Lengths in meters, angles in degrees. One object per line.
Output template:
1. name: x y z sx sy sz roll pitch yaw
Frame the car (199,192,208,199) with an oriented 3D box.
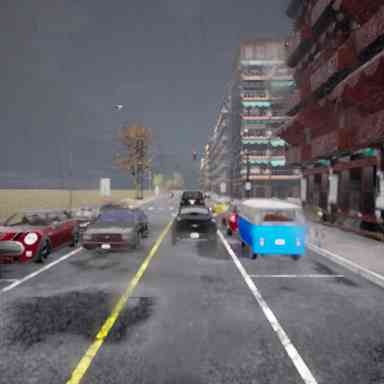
1. car: 2.560 0.750 72.029 1.802 1.307 4.206 1 1 0

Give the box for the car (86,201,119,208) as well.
1. car: -5.309 1.356 16.695 2.008 1.369 4.403 1 1 0

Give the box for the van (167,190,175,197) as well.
1. van: -5.320 0.385 82.855 1.690 1.788 3.998 1 1 0

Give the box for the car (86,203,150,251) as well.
1. car: -2.847 1.387 13.668 2.033 1.411 5.357 0 1 0

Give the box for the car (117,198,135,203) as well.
1. car: -5.310 1.286 22.231 1.887 1.381 4.507 1 1 0

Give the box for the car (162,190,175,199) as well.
1. car: -5.319 0.613 71.549 1.967 1.590 4.097 1 1 0

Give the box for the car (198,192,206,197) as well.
1. car: 2.558 0.604 83.350 1.947 1.339 4.313 1 1 0

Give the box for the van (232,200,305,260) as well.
1. van: 2.574 1.206 11.559 1.690 1.788 3.998 1 1 0

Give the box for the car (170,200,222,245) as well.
1. car: 0.097 1.333 14.706 1.837 1.490 4.892 0 1 0

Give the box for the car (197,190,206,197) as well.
1. car: 2.559 0.289 89.008 2.192 1.841 5.009 1 1 0

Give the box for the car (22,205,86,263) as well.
1. car: -5.307 1.309 11.158 1.967 1.590 4.097 1 1 0

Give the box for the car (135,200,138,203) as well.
1. car: -5.311 1.204 27.596 1.752 1.417 4.829 1 1 0

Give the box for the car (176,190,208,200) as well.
1. car: 0.075 0.885 28.916 2.150 2.045 5.566 0 1 1

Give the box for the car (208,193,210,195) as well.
1. car: 2.562 0.849 60.707 2.008 1.369 4.403 1 1 0

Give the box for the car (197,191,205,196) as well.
1. car: 2.555 0.475 94.671 1.947 1.339 4.313 1 1 0

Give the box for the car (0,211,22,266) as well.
1. car: -5.304 1.248 5.620 2.192 1.841 5.009 1 1 0

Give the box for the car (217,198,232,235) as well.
1. car: 2.572 1.241 17.105 1.967 1.590 4.097 1 1 0

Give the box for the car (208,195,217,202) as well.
1. car: 2.569 1.196 28.365 1.752 1.417 4.829 1 1 0
